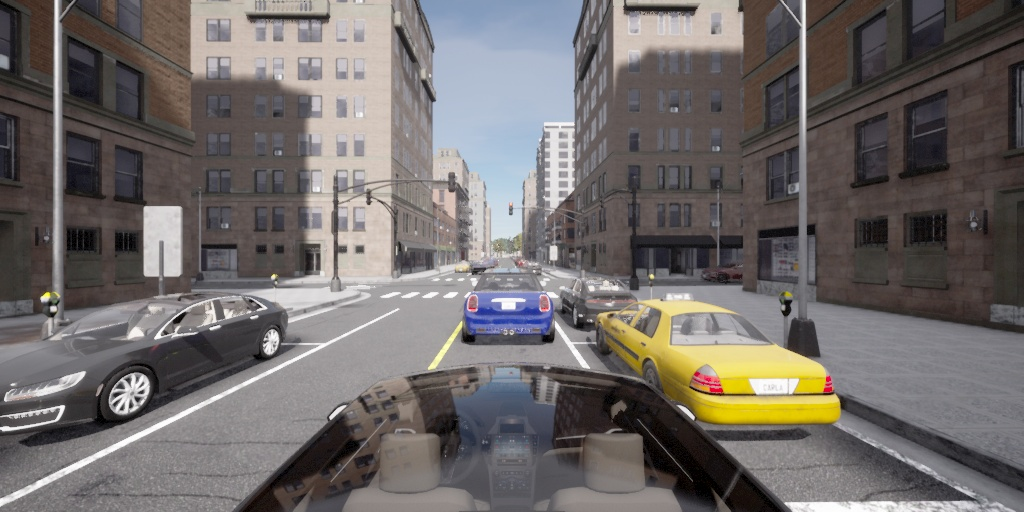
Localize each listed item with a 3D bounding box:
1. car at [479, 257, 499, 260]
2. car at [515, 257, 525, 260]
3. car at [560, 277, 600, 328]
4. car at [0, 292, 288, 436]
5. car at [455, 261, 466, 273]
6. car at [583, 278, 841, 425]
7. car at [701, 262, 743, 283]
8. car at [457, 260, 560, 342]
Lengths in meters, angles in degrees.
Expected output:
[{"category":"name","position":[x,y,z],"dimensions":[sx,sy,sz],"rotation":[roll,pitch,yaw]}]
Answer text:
[{"category":"car","position":[-3.468,1.291,53.526],"dimensions":[2.033,1.411,5.357],"rotation":[0,0,-1]},{"category":"car","position":[1.928,1.182,60.749],"dimensions":[1.967,1.591,4.097],"rotation":[0,0,-1]},{"category":"car","position":[2.534,1.300,11.150],"dimensions":[2.007,1.370,4.403],"rotation":[0,0,-1]},{"category":"car","position":[-5.429,1.300,5.646],"dimensions":[2.007,1.370,4.403],"rotation":[0,0,-1]},{"category":"car","position":[-5.887,1.272,43.436],"dimensions":[1.751,1.417,4.829],"rotation":[0,0,-1]},{"category":"car","position":[2.602,1.275,5.914],"dimensions":[1.751,1.417,4.829],"rotation":[0,0,-1]},{"category":"car","position":[16.248,1.173,25.960],"dimensions":[4.674,1.442,1.812],"rotation":[0,0,-1]},{"category":"car","position":[-0.084,1.102,9.905],"dimensions":[2.097,1.767,4.553],"rotation":[0,0,0]}]
